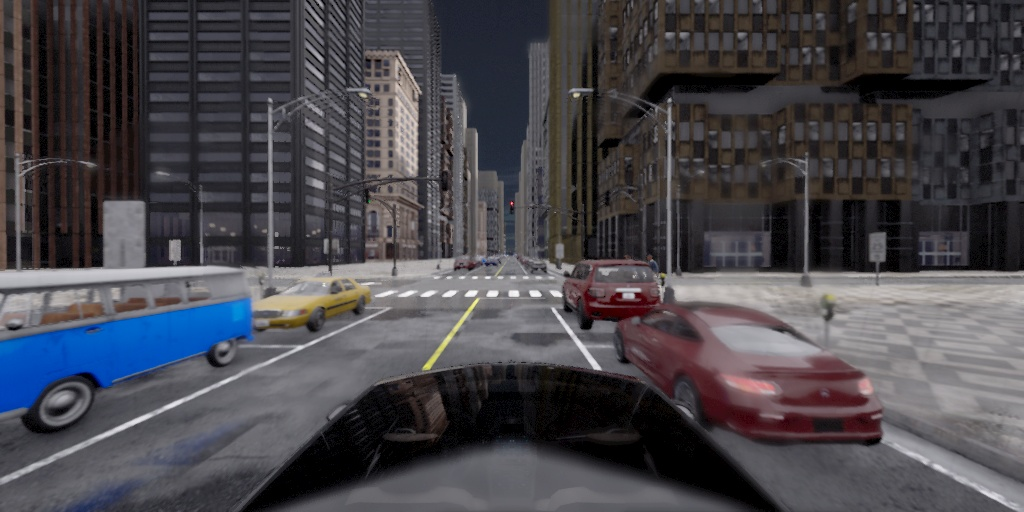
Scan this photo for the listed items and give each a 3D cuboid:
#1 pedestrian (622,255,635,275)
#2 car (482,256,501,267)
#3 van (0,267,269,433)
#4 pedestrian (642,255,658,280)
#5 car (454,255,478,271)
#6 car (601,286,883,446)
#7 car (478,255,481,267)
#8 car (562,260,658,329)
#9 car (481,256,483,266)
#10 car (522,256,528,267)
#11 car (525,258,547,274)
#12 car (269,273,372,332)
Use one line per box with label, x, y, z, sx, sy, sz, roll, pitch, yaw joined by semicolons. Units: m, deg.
pedestrian;5.573;0.801;17.116;0.375;1.860;0.375;0;0;0
car;-3.080;1.048;54.501;1.895;1.301;4.718;0;0;0
van;-5.764;1.070;5.186;1.690;1.789;3.998;0;0;0
pedestrian;6.359;0.803;16.509;0.375;1.860;0.375;0;0;0
car;-5.777;0.823;43.477;2.192;1.841;5.009;0;0;0
car;2.761;1.312;5.199;1.802;1.307;4.207;0;0;0
car;-5.779;0.916;49.119;1.967;1.591;4.097;0;0;0
car;2.760;1.011;10.876;2.192;1.841;5.009;0;0;0
car;-5.782;1.011;54.759;1.948;1.339;4.313;0;0;0
car;2.746;1.028;49.130;2.007;1.370;4.403;0;0;0
car;2.750;1.091;37.849;2.007;1.370;4.403;0;0;0
car;-5.766;1.221;10.693;1.751;1.417;4.829;0;0;0
